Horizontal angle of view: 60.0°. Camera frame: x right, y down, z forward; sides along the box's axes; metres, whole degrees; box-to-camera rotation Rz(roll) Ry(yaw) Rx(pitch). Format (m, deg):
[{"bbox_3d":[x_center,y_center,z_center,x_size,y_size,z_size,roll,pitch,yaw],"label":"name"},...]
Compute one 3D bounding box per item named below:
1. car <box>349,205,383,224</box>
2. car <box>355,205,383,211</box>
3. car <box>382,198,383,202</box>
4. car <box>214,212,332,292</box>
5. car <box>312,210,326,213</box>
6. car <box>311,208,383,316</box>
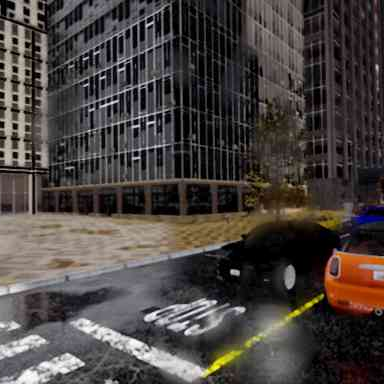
[{"bbox_3d":[14.080,1.736,26.497,1.802,1.307,4.206,-1,-1,41],"label":"car"},{"bbox_3d":[10.395,1.565,18.372,1.882,1.535,5.008,-2,-1,41],"label":"car"},{"bbox_3d":[43.423,1.705,77.576,4.507,1.381,1.887,-1,-2,41],"label":"car"},{"bbox_3d":[2.625,1.570,9.501,1.882,1.535,5.008,-2,-1,41],"label":"car"},{"bbox_3d":[6.642,1.683,18.004,1.752,1.417,4.829,-1,-1,41],"label":"car"},{"bbox_3d":[4.460,1.362,6.896,2.097,1.767,4.553,-2,-1,41],"label":"car"}]
